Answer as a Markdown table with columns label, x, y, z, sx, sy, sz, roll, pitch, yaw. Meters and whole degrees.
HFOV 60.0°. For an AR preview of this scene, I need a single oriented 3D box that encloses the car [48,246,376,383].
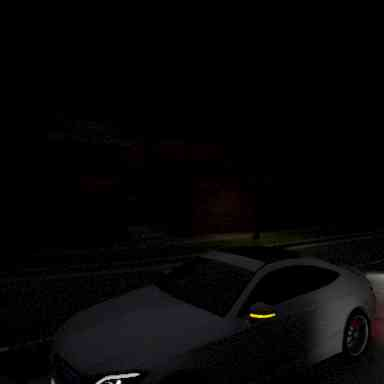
| label | x | y | z | sx | sy | sz | roll | pitch | yaw |
| --- | --- | --- | --- | --- | --- | --- | --- | --- | --- |
| car | 0.638 | 1.519 | 4.406 | 4.674 | 1.442 | 1.812 | 0 | 0 | -35 |
